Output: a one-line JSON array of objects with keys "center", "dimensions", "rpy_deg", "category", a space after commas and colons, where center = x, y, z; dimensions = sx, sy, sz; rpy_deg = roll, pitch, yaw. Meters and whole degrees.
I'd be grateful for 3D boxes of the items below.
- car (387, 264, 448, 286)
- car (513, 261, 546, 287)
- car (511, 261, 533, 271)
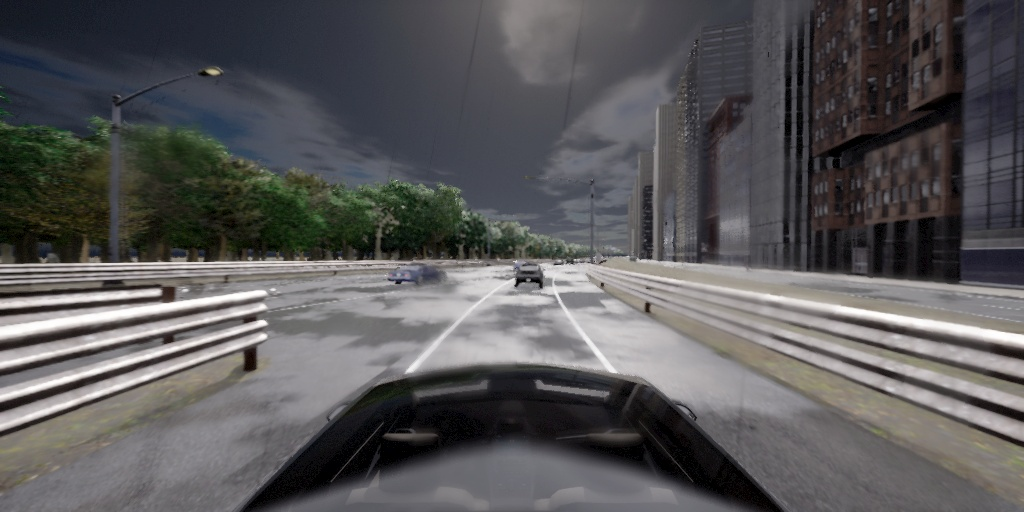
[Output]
[{"center": [-6.407, 1.251, 24.925], "dimensions": [2.033, 1.411, 5.357], "rpy_deg": [1, 0, 17], "category": "car"}, {"center": [1.283, 1.294, 25.181], "dimensions": [1.837, 1.490, 4.892], "rpy_deg": [0, 0, 6], "category": "car"}, {"center": [1.575, 1.429, 53.182], "dimensions": [2.033, 1.411, 5.357], "rpy_deg": [0, 0, 16], "category": "car"}]
